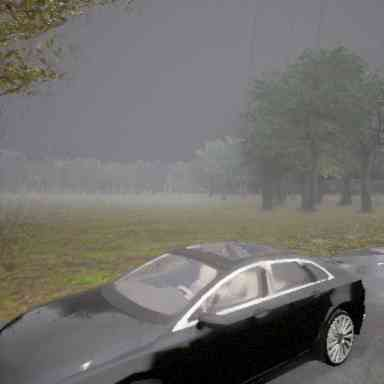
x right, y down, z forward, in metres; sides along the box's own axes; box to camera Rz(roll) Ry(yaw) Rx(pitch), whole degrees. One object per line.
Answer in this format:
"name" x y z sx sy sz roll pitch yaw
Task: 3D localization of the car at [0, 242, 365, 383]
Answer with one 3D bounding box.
"car" 0.237 1.461 4.142 4.902 1.511 2.128 0 1 -35
